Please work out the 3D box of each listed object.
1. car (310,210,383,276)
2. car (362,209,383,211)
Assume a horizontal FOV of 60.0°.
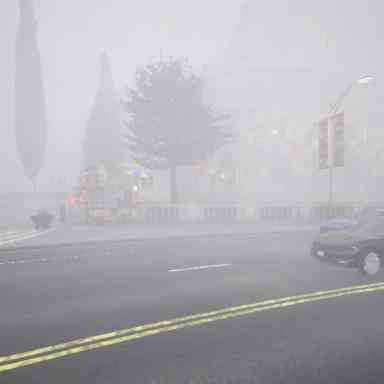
[{"bbox_3d":[6.043,1.479,10.212,5.008,1.535,1.882,0,0,-17],"label":"car"},{"bbox_3d":[7.981,1.480,14.405,5.008,1.535,1.882,0,0,-14],"label":"car"}]
